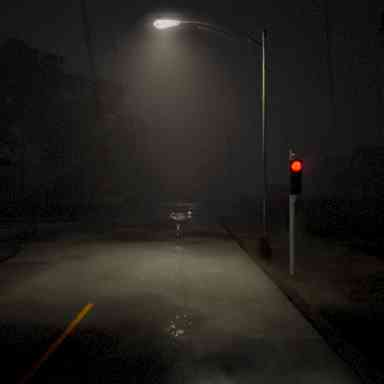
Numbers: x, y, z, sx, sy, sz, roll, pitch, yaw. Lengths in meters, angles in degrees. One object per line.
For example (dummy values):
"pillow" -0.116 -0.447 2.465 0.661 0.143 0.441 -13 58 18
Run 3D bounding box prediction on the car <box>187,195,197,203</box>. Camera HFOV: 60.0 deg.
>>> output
"car" -0.044 1.518 67.535 1.812 1.442 4.674 0 0 0

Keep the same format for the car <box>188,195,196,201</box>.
"car" -0.050 1.418 77.568 1.895 1.301 4.718 0 0 0
